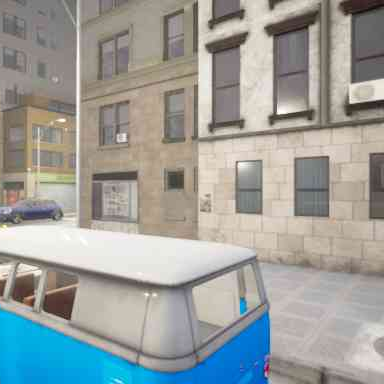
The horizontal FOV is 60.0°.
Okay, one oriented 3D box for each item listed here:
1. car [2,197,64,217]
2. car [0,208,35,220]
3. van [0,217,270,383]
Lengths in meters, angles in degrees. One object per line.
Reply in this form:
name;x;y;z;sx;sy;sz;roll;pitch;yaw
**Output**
car;-11.755;1.284;24.029;2.097;1.767;4.553;0;0;35
car;-5.673;1.314;6.775;5.009;1.841;2.192;0;0;35
van;-1.156;1.341;3.617;3.998;1.788;1.690;0;0;35
